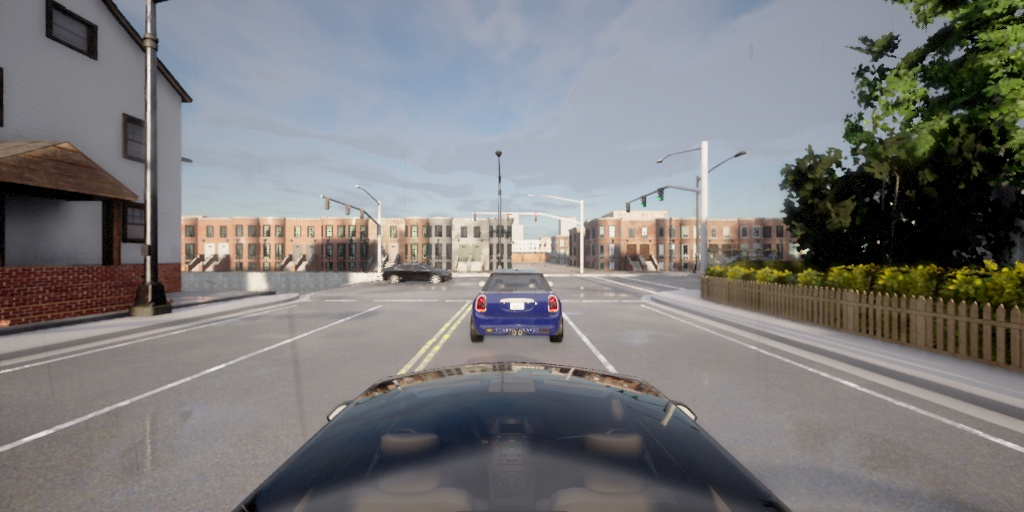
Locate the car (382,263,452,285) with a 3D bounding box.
[{"bbox_3d":[-6.804,1.253,25.829,4.892,1.490,1.837,0,0,0],"label":"car"}]

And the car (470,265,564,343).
[{"bbox_3d":[0.111,1.106,9.888,2.097,1.767,4.553,0,0,0],"label":"car"}]

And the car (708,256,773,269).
[{"bbox_3d":[18.743,0.984,29.599,5.566,2.045,2.150,0,0,0],"label":"car"}]
